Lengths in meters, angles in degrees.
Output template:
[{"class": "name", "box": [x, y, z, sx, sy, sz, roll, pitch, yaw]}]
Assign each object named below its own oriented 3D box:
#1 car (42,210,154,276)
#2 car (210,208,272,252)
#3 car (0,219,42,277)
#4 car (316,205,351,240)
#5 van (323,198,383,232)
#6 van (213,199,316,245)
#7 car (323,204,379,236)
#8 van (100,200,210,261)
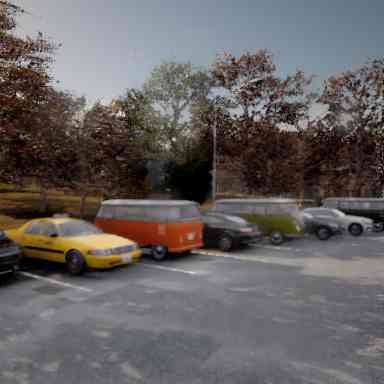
[{"class": "car", "box": [-3.966, 1.491, 10.528, 5.366, 1.575, 1.946, -1, -1, 35]}, {"class": "car", "box": [0.674, 1.562, 14.045, 4.674, 1.452, 2.002, -1, -1, 34]}, {"class": "car", "box": [-6.513, 1.485, 8.915, 4.892, 1.521, 2.231, -1, -1, 35]}, {"class": "car", "box": [5.469, 1.595, 17.472, 4.674, 1.452, 2.002, -1, -1, 35]}, {"class": "van", "box": [10.163, 1.368, 20.953, 4.442, 1.987, 1.878, -1, -1, 35]}, {"class": "van", "box": [3.170, 1.311, 15.702, 4.442, 1.987, 1.878, -1, -1, 34]}, {"class": "car", "box": [7.865, 1.612, 19.184, 4.674, 1.452, 2.002, -1, -1, 34]}, {"class": "van", "box": [-1.821, 1.285, 12.407, 4.442, 1.987, 1.878, -1, -1, 34]}]
